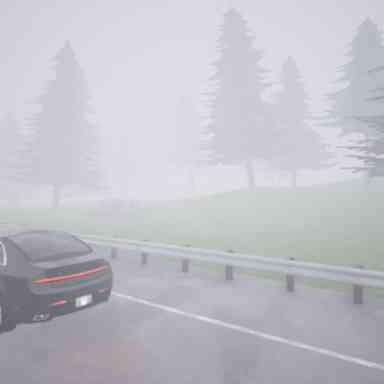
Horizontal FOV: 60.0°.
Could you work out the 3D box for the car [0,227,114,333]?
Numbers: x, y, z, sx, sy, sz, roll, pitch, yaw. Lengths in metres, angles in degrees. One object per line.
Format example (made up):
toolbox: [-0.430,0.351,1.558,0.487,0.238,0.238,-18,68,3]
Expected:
car: [-3.670,1.488,6.801,4.892,1.490,1.837,0,0,37]
